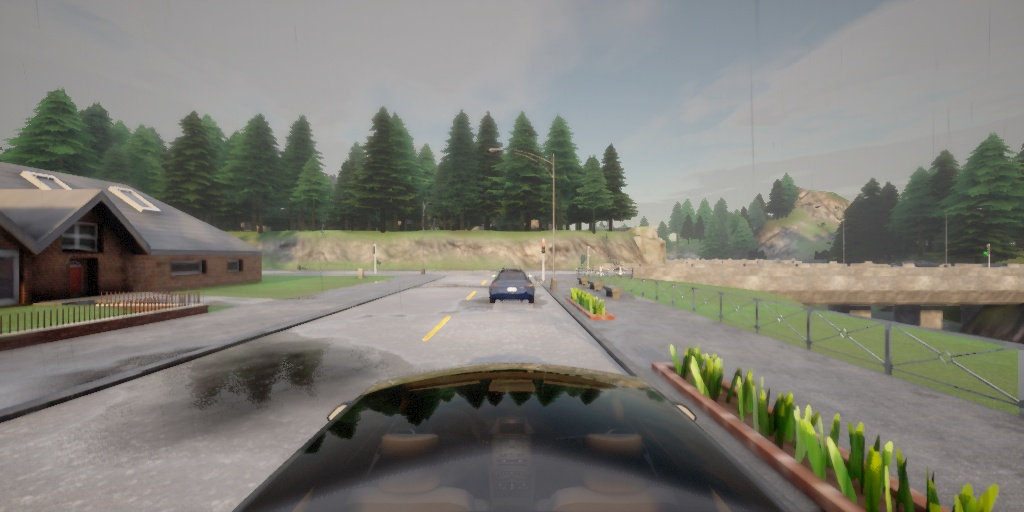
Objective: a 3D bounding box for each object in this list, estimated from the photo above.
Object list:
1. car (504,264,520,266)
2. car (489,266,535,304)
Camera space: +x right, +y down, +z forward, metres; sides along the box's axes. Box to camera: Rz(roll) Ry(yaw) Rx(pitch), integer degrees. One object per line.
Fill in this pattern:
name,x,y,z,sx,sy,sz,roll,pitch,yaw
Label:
car,0.000,1.365,31.530,1.895,1.301,4.718,0,0,0
car,0.000,1.321,16.500,1.994,1.385,4.181,0,0,0
